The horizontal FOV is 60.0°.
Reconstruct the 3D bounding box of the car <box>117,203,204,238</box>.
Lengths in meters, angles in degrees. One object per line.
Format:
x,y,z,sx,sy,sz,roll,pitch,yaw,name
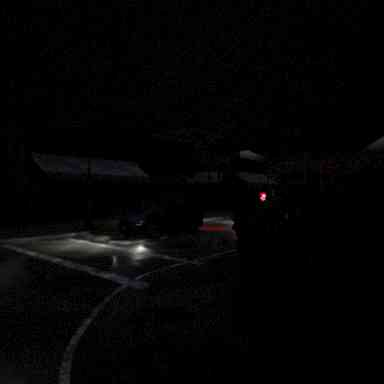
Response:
-1.452,1.328,16.834,1.882,1.535,5.008,0,0,40,car

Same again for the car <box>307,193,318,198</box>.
27.024,1.383,77.465,2.007,1.523,4.514,0,0,38,car

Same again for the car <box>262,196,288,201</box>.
5.944,1.330,26.123,1.882,1.535,5.008,0,0,38,car
